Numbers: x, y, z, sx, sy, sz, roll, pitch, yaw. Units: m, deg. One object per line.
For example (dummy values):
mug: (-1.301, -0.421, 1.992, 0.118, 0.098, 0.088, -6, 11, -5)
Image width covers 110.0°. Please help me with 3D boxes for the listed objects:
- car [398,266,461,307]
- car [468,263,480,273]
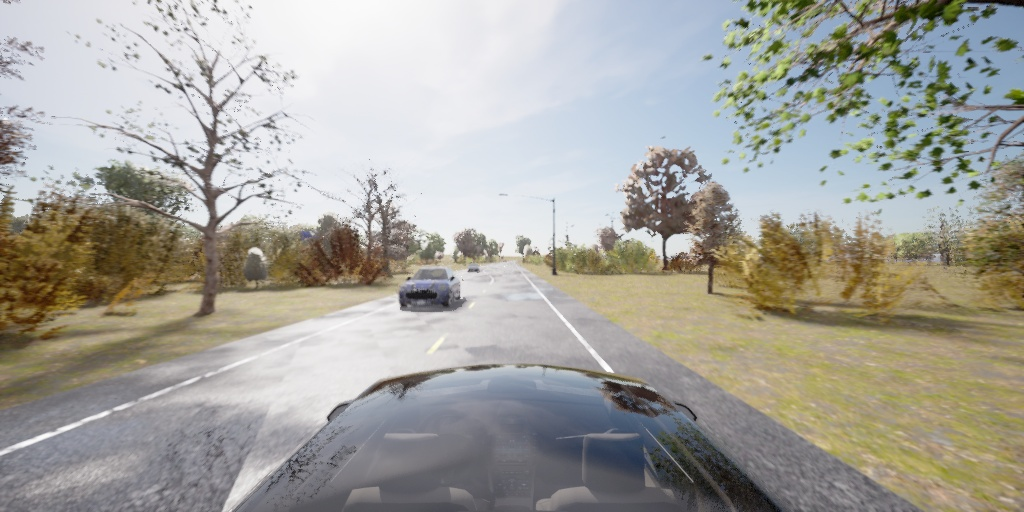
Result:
car: (-3.632, 1.291, 16.521, 2.097, 1.767, 4.553, 0, -1, 0)
car: (-6.243, 1.951, 58.467, 1.812, 1.442, 4.674, 0, -1, -6)
